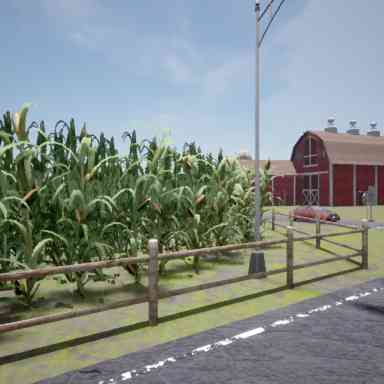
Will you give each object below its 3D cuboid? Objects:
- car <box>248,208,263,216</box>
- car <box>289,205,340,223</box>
[{"bbox_3d":[5.557,1.999,35.522,1.895,1.301,4.718,1,-1,-27],"label":"car"},{"bbox_3d":[10.014,1.810,27.498,1.994,1.385,4.181,1,-1,-29],"label":"car"}]
